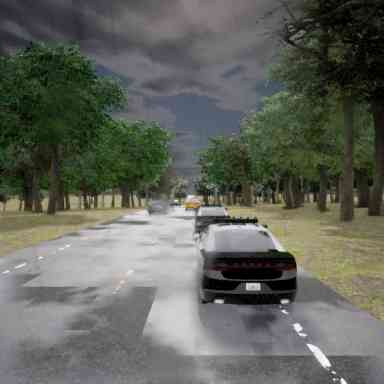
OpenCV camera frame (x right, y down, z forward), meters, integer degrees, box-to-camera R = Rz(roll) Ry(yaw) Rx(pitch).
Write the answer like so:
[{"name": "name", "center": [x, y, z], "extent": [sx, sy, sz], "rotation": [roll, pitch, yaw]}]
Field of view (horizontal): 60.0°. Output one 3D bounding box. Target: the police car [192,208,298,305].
[{"name": "police car", "center": [1.059, 1.436, 8.323], "extent": [1.930, 1.638, 5.238], "rotation": [0, 0, 0]}]

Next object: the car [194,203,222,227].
[{"name": "car", "center": [1.077, 1.607, 24.216], "extent": [1.812, 1.442, 4.674], "rotation": [0, 0, 0]}]

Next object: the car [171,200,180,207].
[{"name": "car", "center": [-3.421, 2.325, 69.012], "extent": [1.994, 1.385, 4.181], "rotation": [0, -2, 0]}]

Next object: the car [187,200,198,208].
[{"name": "car", "center": [0.069, 2.147, 60.743], "extent": [1.895, 1.301, 4.718], "rotation": [0, -1, 0]}]

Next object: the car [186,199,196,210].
[{"name": "car", "center": [0.096, 1.738, 46.252], "extent": [1.882, 1.535, 5.008], "rotation": [0, -1, 1]}]

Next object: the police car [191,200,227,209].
[{"name": "police car", "center": [1.071, 1.474, 18.326], "extent": [1.930, 1.638, 5.238], "rotation": [0, 0, 0]}]

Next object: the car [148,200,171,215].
[{"name": "car", "center": [-3.559, 1.653, 35.568], "extent": [1.837, 1.490, 4.892], "rotation": [0, 0, 0]}]
